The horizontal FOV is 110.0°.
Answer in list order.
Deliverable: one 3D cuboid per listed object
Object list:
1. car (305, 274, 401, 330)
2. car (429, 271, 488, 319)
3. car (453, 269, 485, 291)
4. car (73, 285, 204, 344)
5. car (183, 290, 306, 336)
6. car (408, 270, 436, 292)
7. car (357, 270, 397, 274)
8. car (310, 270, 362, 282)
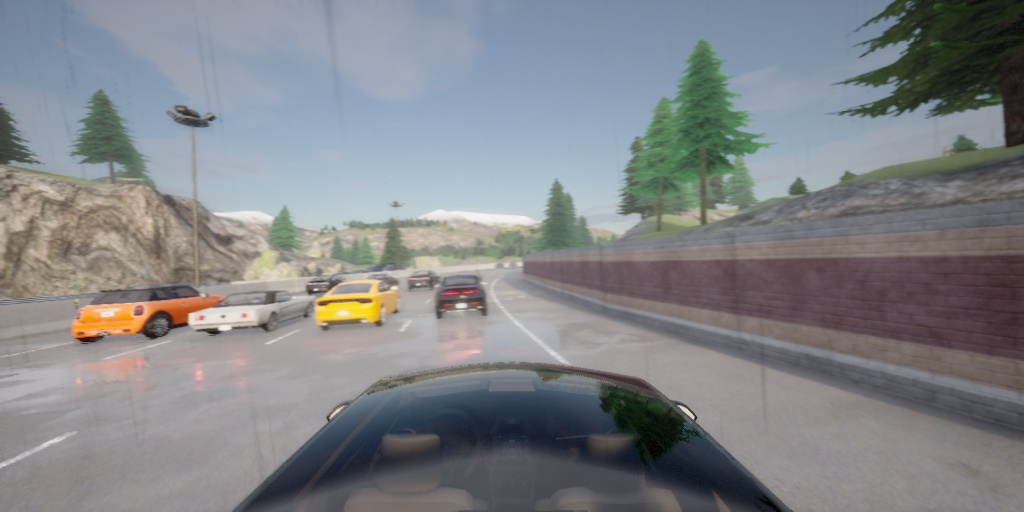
[{"bbox_3d":[-5.380,1.606,13.133,1.882,1.535,5.008,-3,-1,-8],"label":"car"},{"bbox_3d":[-2.007,1.485,14.326,1.837,1.490,4.892,-3,-1,-7],"label":"car"},{"bbox_3d":[-3.194,1.786,27.438,1.895,1.301,4.718,-3,-1,-2],"label":"car"},{"bbox_3d":[-12.388,1.805,12.839,2.097,1.767,4.553,-3,-1,-7],"label":"car"},{"bbox_3d":[-8.870,1.891,12.913,1.895,1.301,4.718,-3,-1,-8],"label":"car"},{"bbox_3d":[-6.700,1.845,27.793,2.128,1.511,4.902,-3,-1,-2],"label":"car"},{"bbox_3d":[-10.192,2.084,27.945,1.994,1.385,4.181,-3,-1,-1],"label":"car"},{"bbox_3d":[-13.678,2.167,27.301,2.128,1.511,4.902,-3,-1,-2],"label":"car"}]
